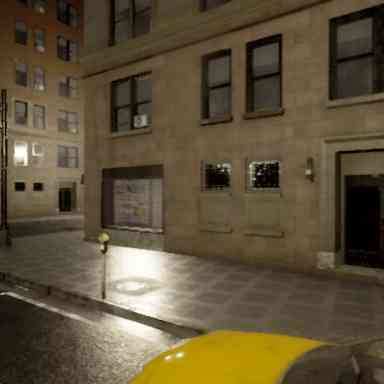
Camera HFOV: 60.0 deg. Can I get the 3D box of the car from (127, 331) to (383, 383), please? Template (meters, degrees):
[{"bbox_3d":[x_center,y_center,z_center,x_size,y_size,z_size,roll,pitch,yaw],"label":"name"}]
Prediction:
[{"bbox_3d":[1.576,1.525,1.954,4.829,1.417,1.752,0,0,36],"label":"car"}]
